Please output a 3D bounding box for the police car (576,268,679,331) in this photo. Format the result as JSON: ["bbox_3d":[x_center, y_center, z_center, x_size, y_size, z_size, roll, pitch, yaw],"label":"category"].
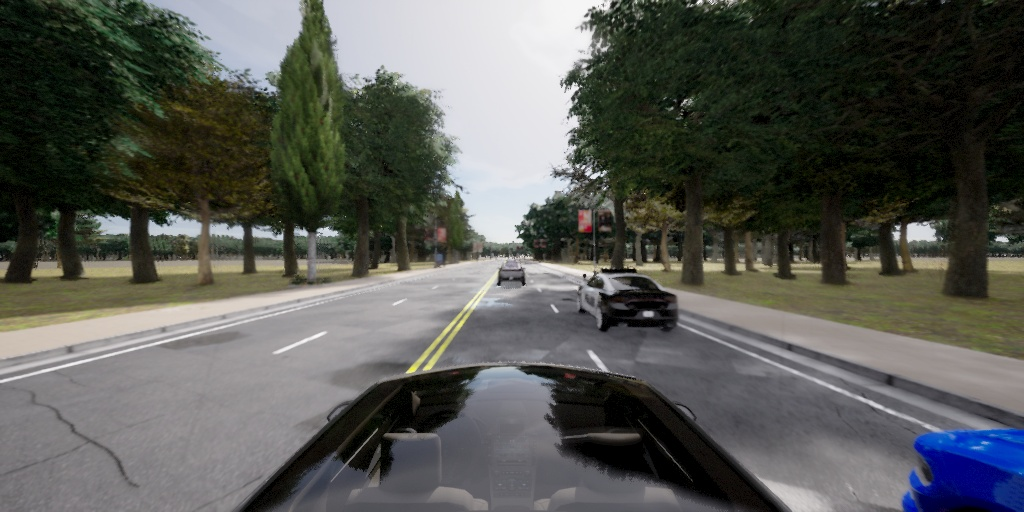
[{"bbox_3d":[3.248,1.178,11.125,1.930,1.638,5.238,0,0,0],"label":"police car"}]

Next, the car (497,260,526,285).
[{"bbox_3d":[-0.040,1.242,25.904,2.128,1.511,4.902,0,0,0],"label":"car"}]
